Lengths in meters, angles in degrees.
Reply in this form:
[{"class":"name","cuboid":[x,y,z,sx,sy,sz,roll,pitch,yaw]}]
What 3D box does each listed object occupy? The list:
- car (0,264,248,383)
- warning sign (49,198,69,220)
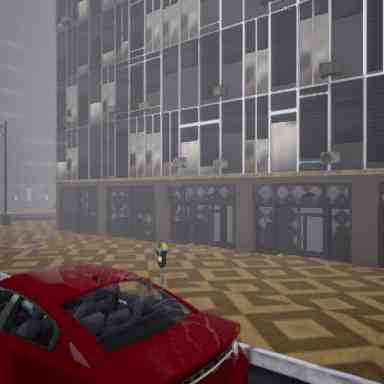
[{"class":"car","cuboid":[-1.579,1.543,3.847,4.507,1.381,1.887,0,0,36]},{"class":"warning sign","cuboid":[-11.649,1.452,29.083,1.300,1.860,1.060,1,1,33]}]
